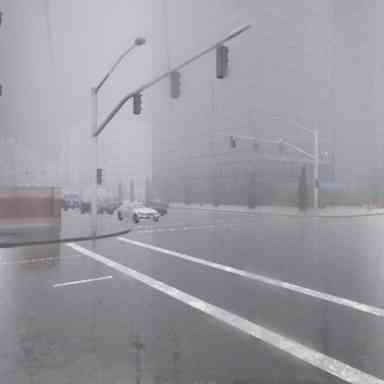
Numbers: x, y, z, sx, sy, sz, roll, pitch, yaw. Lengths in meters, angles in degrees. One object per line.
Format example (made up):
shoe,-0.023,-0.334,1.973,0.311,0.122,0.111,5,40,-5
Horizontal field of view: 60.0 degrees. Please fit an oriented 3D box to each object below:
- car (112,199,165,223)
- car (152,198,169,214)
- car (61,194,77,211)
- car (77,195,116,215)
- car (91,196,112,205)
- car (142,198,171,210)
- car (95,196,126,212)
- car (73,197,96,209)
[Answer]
car,-4.294,1.526,25.887,1.812,1.442,4.674,0,0,-36
car,-4.402,1.547,32.049,2.033,1.411,5.357,0,0,-36
car,-15.112,1.221,41.003,2.150,2.045,5.566,0,0,-36
car,-9.518,1.352,33.187,2.097,1.767,4.553,0,0,-36
car,-16.920,1.491,61.902,2.128,1.511,4.902,0,0,-36
car,-4.827,1.525,45.004,1.812,1.442,4.674,0,0,-36
car,-9.779,1.352,39.563,2.097,1.767,4.553,0,0,-36
car,-15.406,1.525,47.447,1.812,1.442,4.674,0,0,-35
